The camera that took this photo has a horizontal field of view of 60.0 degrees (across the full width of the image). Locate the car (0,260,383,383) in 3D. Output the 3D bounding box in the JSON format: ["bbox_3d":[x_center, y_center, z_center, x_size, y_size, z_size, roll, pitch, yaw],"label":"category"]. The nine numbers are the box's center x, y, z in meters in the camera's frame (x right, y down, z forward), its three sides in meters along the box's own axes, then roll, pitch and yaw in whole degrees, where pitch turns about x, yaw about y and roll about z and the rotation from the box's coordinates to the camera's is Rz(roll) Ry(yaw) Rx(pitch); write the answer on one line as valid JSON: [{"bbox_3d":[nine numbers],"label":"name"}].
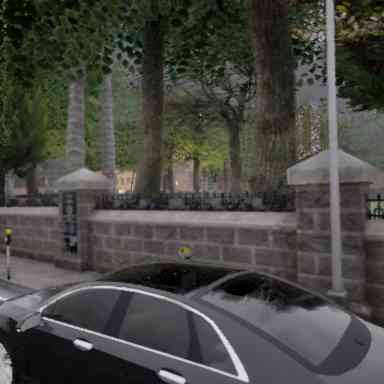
[{"bbox_3d":[-0.404,1.530,3.568,4.892,1.490,1.837,-1,0,35],"label":"car"}]
